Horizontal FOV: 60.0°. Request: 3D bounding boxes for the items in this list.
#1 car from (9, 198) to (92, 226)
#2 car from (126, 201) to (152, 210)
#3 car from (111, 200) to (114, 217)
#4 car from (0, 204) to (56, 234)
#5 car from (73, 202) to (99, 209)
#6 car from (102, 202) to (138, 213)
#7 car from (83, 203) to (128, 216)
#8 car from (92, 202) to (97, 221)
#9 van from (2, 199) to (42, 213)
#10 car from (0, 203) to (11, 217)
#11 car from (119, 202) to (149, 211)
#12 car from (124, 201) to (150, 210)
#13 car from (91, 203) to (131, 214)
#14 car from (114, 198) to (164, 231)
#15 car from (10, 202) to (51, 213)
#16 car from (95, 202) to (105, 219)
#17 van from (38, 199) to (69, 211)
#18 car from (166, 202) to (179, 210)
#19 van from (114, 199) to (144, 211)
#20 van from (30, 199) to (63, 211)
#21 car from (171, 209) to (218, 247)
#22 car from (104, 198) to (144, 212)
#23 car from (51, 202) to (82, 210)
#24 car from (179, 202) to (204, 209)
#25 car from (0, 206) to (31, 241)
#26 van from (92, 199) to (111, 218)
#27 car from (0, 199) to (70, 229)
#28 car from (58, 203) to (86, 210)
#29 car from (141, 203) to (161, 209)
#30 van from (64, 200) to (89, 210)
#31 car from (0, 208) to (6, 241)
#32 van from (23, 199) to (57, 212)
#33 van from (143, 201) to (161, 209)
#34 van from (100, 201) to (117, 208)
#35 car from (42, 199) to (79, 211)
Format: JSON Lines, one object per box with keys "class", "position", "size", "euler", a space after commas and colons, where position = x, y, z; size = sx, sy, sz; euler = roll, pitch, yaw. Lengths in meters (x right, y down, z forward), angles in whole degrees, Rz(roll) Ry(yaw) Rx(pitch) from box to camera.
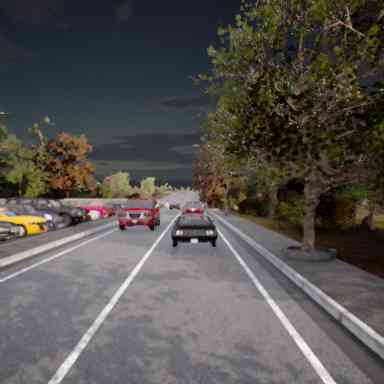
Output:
{"class": "car", "position": [-10.302, 1.427, 23.268], "size": [5.566, 2.045, 2.435], "euler": [0, -1, 0]}
{"class": "car", "position": [-10.280, 2.618, 64.876], "size": [4.553, 1.767, 2.185], "euler": [0, -2, 0]}
{"class": "car", "position": [-10.331, 1.899, 34.366], "size": [5.008, 1.535, 2.097], "euler": [0, -1, 0]}
{"class": "car", "position": [-10.340, 1.577, 17.716], "size": [5.008, 1.535, 2.097], "euler": [0, -1, 0]}
{"class": "car", "position": [-23.382, 3.047, 73.303], "size": [5.008, 1.535, 2.097], "euler": [0, -2, 0]}
{"class": "car", "position": [-10.349, 2.205, 48.249], "size": [4.792, 1.488, 2.163], "euler": [0, -2, 0]}
{"class": "car", "position": [-10.293, 2.039, 39.915], "size": [4.792, 1.488, 2.163], "euler": [0, -1, 0]}
{"class": "car", "position": [-10.359, 1.763, 26.039], "size": [4.792, 1.488, 2.163], "euler": [0, -1, 0]}
{"class": "van", "position": [-23.283, 1.897, 45.641], "size": [4.442, 1.987, 1.878], "euler": [0, -1, 0]}
{"class": "car", "position": [-23.398, 1.958, 37.328], "size": [4.892, 1.521, 2.231], "euler": [0, -1, 0]}
{"class": "car", "position": [-10.309, 2.544, 59.322], "size": [5.008, 1.535, 2.097], "euler": [0, -2, 0]}
{"class": "car", "position": [-10.282, 2.519, 62.102], "size": [4.553, 1.767, 2.185], "euler": [0, -2, 0]}
{"class": "car", "position": [-10.324, 2.104, 42.692], "size": [4.674, 1.452, 2.002], "euler": [0, -1, 0]}
{"class": "car", "position": [-3.352, 1.403, 22.220], "size": [2.150, 2.045, 5.566], "euler": [0, -1, 0]}
{"class": "car", "position": [-23.404, 2.177, 48.406], "size": [5.008, 1.535, 2.097], "euler": [0, -1, 0]}
{"class": "car", "position": [-10.331, 1.828, 28.813], "size": [4.674, 1.452, 2.002], "euler": [0, -1, 0]}
{"class": "van", "position": [-23.512, 2.219, 56.575], "size": [4.442, 1.987, 1.878], "euler": [0, -2, 0]}
{"class": "car", "position": [-3.286, 2.752, 63.575], "size": [2.033, 1.411, 5.357], "euler": [0, -2, 0]}
{"class": "van", "position": [-10.200, 2.119, 53.782], "size": [4.442, 1.987, 1.878], "euler": [0, -2, 0]}
{"class": "van", "position": [-23.513, 2.124, 53.932], "size": [4.442, 1.987, 1.878], "euler": [0, -2, 0]}
{"class": "car", "position": [0.099, 1.685, 15.514], "size": [1.895, 1.301, 4.718], "euler": [0, -1, 0]}
{"class": "car", "position": [-10.346, 1.994, 51.008], "size": [5.566, 2.045, 2.435], "euler": [0, -2, 0]}
{"class": "car", "position": [-23.387, 2.648, 62.229], "size": [5.008, 1.535, 2.097], "euler": [0, -2, 0]}
{"class": "car", "position": [0.097, 1.741, 33.140], "size": [2.097, 1.767, 4.553], "euler": [0, -1, 0]}
{"class": "car", "position": [-10.340, 1.539, 14.944], "size": [4.892, 1.521, 2.231], "euler": [0, -1, 0]}
{"class": "van", "position": [-10.444, 1.618, 31.594], "size": [4.442, 1.987, 1.878], "euler": [0, -1, 0]}
{"class": "car", "position": [-10.363, 1.500, 20.494], "size": [4.553, 1.767, 2.185], "euler": [0, -1, 0]}
{"class": "car", "position": [-23.389, 2.788, 64.997], "size": [4.674, 1.452, 2.002], "euler": [0, -2, 0]}
{"class": "car", "position": [-10.274, 3.473, 84.291], "size": [4.792, 1.488, 2.163], "euler": [0, -2, 0]}
{"class": "van", "position": [-23.507, 2.617, 67.649], "size": [4.442, 1.987, 1.878], "euler": [0, -2, 0]}
{"class": "car", "position": [-10.150, 1.504, 12.175], "size": [5.366, 1.575, 1.946], "euler": [0, -1, 0]}
{"class": "van", "position": [-23.281, 2.019, 51.031], "size": [4.442, 1.987, 1.878], "euler": [0, -2, 0]}
{"class": "van", "position": [-10.418, 3.317, 87.075], "size": [4.442, 1.987, 1.878], "euler": [0, -2, 0]}
{"class": "van", "position": [-23.271, 3.522, 92.706], "size": [4.442, 1.987, 1.878], "euler": [0, -2, 0]}
{"class": "car", "position": [-23.366, 2.293, 59.345], "size": [5.566, 2.045, 2.435], "euler": [0, -2, 0]}
